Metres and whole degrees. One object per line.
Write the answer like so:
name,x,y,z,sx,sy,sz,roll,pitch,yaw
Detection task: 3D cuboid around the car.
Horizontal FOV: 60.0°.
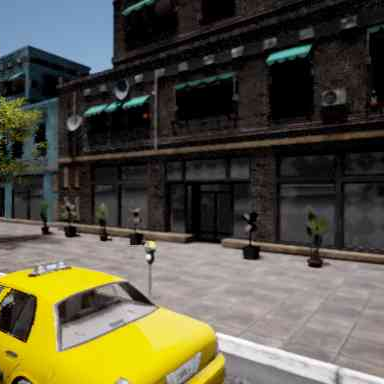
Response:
car,-1.950,1.552,4.252,4.829,1.417,1.752,0,0,35
